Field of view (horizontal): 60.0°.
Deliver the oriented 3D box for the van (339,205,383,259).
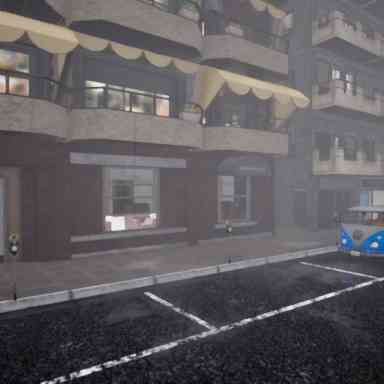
[{"bbox_3d":[6.659,1.340,11.304,3.998,1.788,1.690,0,0,-35],"label":"van"}]
